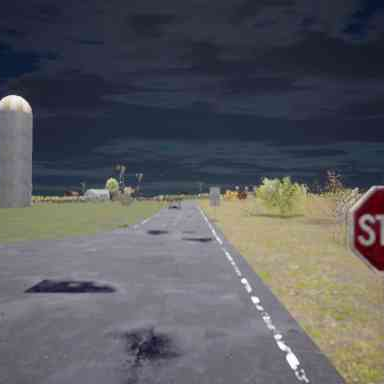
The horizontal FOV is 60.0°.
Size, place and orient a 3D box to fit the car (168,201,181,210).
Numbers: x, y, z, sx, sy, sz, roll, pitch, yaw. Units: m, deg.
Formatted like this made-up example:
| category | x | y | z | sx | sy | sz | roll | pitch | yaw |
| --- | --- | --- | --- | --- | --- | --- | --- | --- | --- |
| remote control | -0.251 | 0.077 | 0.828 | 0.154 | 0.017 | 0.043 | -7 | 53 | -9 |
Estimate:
| category | x | y | z | sx | sy | sz | roll | pitch | yaw |
| --- | --- | --- | --- | --- | --- | --- | --- | --- | --- |
| car | -2.757 | 2.206 | 53.961 | 1.994 | 1.385 | 4.181 | 0 | -1 | 0 |
